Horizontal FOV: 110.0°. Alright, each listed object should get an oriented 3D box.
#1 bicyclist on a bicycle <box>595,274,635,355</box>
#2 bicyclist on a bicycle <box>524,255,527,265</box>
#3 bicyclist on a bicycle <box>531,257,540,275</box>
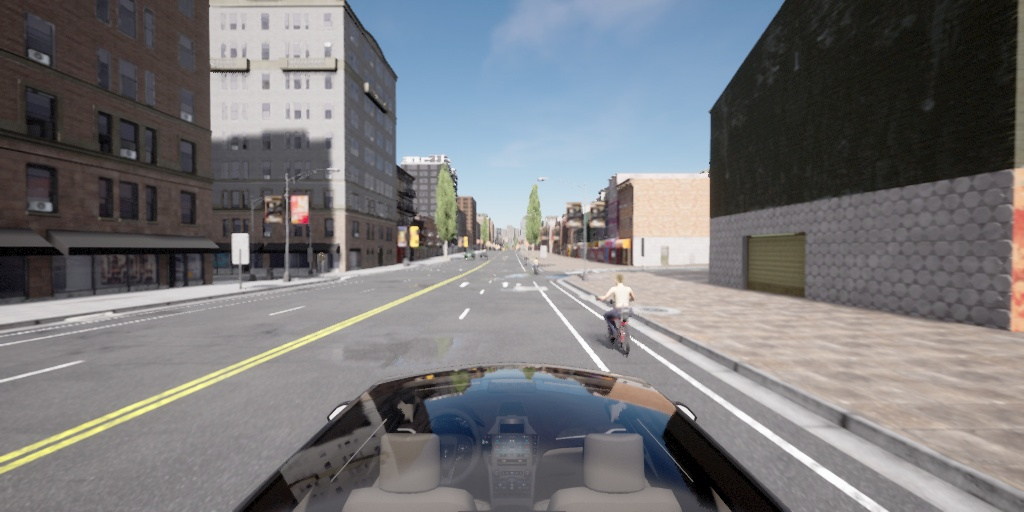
[{"bbox_3d":[2.266,1.177,7.674,0.866,1.612,1.509,0,0,0],"label":"bicyclist on a bicycle"},{"bbox_3d":[2.241,0.689,58.890,0.659,1.776,1.843,0,1,0],"label":"bicyclist on a bicycle"},{"bbox_3d":[2.231,0.932,33.413,0.866,1.612,1.509,-1,1,0],"label":"bicyclist on a bicycle"}]
